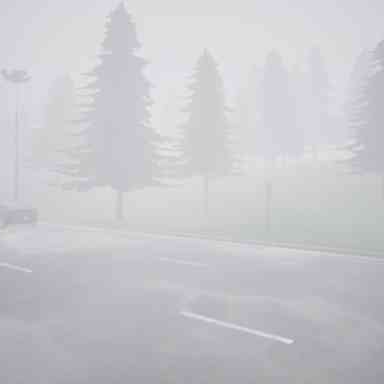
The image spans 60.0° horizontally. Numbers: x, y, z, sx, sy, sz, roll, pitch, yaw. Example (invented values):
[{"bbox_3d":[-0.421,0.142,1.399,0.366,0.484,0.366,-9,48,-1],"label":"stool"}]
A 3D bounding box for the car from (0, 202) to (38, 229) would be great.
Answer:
[{"bbox_3d":[-11.723,1.360,20.942,5.008,1.535,1.882,0,0,35],"label":"car"}]
